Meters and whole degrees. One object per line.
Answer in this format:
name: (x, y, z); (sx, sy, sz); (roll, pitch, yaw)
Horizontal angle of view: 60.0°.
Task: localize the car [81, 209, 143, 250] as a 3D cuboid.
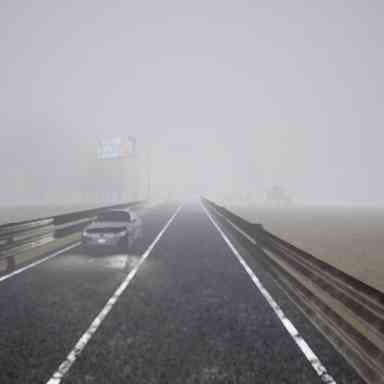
car: (-3.264, 1.502, 14.323); (1.812, 1.442, 4.674); (0, 0, 0)
